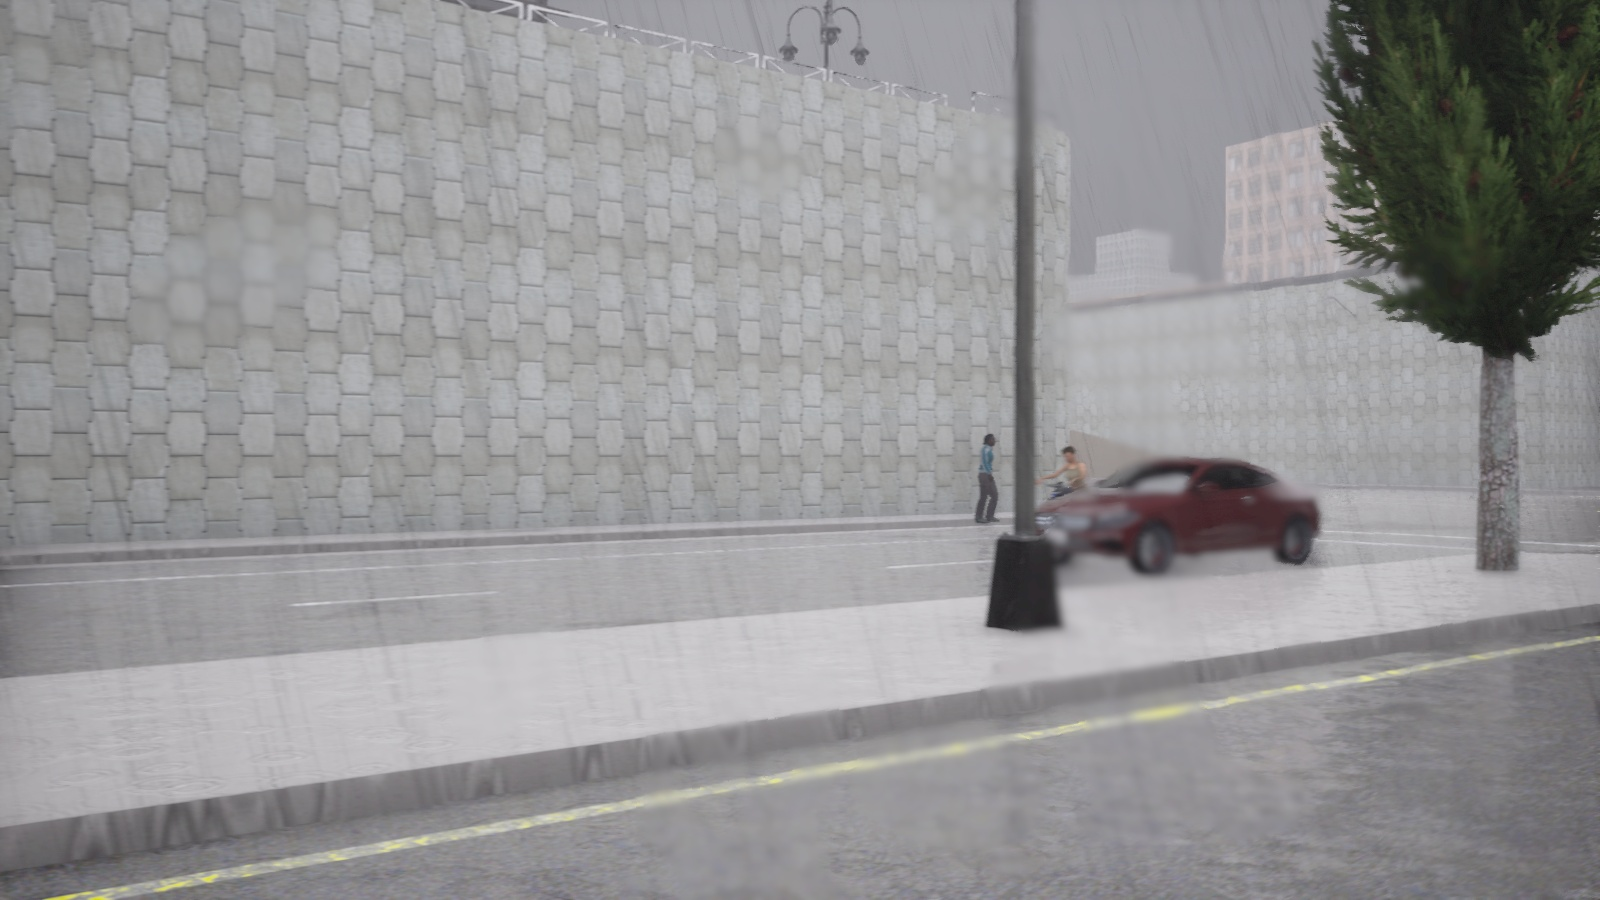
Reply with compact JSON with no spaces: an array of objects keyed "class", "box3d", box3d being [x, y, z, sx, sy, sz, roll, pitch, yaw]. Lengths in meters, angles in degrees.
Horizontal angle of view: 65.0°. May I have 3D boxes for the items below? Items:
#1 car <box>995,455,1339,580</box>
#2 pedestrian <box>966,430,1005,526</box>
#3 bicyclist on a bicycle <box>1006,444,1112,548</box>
[{"class":"car","box3d":[4.947,0.795,16.667,4.674,1.442,1.812,0,0,-34]},{"class":"pedestrian","box3d":[3.748,0.558,25.365,0.692,1.930,0.396,0,0,24]},{"class":"bicyclist on a bicycle","box3d":[4.202,0.716,20.350,1.509,1.612,0.866,0,0,-33]}]
